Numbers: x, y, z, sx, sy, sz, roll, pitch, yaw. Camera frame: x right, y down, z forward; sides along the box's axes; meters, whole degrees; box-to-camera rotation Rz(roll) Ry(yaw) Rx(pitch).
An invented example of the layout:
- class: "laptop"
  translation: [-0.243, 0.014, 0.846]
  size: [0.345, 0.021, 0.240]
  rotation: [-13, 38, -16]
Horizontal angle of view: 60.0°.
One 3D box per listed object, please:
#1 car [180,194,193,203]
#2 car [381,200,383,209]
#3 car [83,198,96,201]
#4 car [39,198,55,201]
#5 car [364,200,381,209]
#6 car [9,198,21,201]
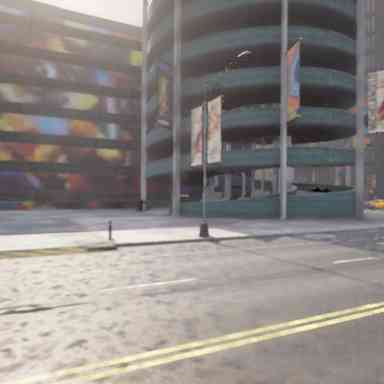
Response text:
- class: "car"
  translation: [-1.771, 1.390, 67.482]
  size: [2.435, 2.045, 5.566]
  rotation: [1, 0, -27]
- class: "car"
  translation: [31.111, 2.027, 54.541]
  size: [1.882, 1.535, 5.008]
  rotation: [1, -1, -12]
- class: "car"
  translation: [-17.961, 1.646, 58.488]
  size: [1.895, 1.301, 4.718]
  rotation: [1, 0, -27]
- class: "car"
  translation: [-19.404, 1.414, 44.607]
  size: [2.002, 1.452, 4.674]
  rotation: [1, 0, -27]
- class: "car"
  translation: [27.618, 2.013, 54.232]
  size: [2.128, 1.511, 4.902]
  rotation: [1, 0, -13]
- class: "car"
  translation: [-28.530, 1.486, 53.689]
  size: [2.161, 1.482, 4.786]
  rotation: [1, 0, -27]
